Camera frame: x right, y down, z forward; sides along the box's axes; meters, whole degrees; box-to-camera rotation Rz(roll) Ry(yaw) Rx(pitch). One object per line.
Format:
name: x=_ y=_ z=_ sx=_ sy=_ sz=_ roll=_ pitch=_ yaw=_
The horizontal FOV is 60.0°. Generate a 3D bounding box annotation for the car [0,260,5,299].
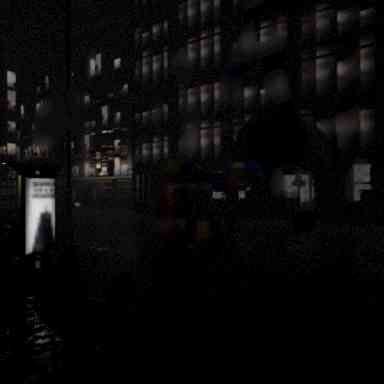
car: x=-5.747 y=1.439 z=6.947 sx=4.097 sy=1.590 sz=1.967 roll=0 pitch=0 yaw=35
